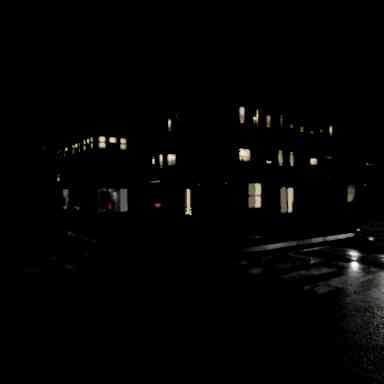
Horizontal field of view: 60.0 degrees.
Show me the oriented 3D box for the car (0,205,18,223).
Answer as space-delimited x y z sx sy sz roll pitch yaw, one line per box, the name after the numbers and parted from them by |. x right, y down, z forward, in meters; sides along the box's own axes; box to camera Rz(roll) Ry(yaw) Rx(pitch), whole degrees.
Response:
-16.636 1.900 29.249 1.802 1.307 4.206 -2 0 -35 | car

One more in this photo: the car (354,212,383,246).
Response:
8.723 1.475 13.891 4.674 1.442 1.812 0 0 -34 | car

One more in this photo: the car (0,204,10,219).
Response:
-19.842 1.963 33.759 1.802 1.307 4.206 -2 0 -35 | car

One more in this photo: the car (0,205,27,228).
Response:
-13.429 1.806 24.737 2.008 1.369 4.403 -2 0 -35 | car
